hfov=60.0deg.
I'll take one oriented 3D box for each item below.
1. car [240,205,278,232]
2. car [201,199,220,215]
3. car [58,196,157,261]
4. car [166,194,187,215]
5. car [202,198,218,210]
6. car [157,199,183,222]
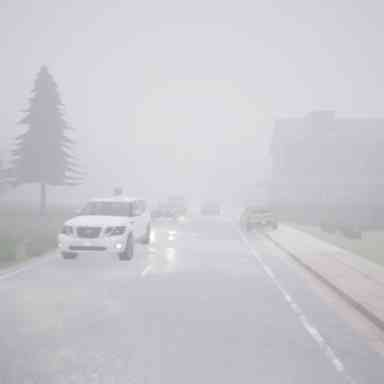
[{"bbox_3d":[4.079,1.535,20.956,1.816,1.474,4.193,-5,0,1],"label":"car"},{"bbox_3d":[1.944,1.636,34.912,1.994,1.385,4.181,1,0,4],"label":"car"},{"bbox_3d":[-2.964,1.201,12.656,2.150,2.045,5.566,1,0,3],"label":"car"},{"bbox_3d":[-1.691,1.244,34.292,2.150,2.045,5.566,1,0,4],"label":"car"},{"bbox_3d":[2.593,1.645,46.990,2.033,1.411,5.357,1,0,4],"label":"car"},{"bbox_3d":[-2.074,1.524,26.831,1.895,1.301,4.718,1,0,3],"label":"car"}]
